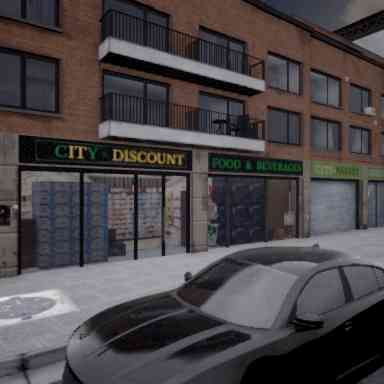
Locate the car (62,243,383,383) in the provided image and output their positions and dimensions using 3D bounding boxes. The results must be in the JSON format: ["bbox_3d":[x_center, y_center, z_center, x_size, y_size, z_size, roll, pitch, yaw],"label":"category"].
[{"bbox_3d":[1.049,1.477,4.125,5.008,1.535,1.882,0,0,-35],"label":"car"}]
